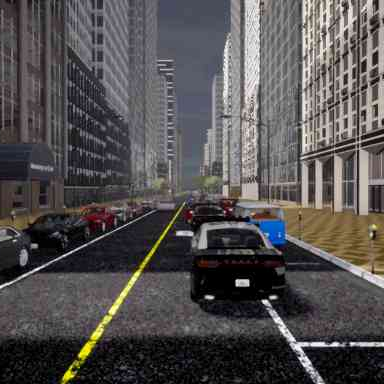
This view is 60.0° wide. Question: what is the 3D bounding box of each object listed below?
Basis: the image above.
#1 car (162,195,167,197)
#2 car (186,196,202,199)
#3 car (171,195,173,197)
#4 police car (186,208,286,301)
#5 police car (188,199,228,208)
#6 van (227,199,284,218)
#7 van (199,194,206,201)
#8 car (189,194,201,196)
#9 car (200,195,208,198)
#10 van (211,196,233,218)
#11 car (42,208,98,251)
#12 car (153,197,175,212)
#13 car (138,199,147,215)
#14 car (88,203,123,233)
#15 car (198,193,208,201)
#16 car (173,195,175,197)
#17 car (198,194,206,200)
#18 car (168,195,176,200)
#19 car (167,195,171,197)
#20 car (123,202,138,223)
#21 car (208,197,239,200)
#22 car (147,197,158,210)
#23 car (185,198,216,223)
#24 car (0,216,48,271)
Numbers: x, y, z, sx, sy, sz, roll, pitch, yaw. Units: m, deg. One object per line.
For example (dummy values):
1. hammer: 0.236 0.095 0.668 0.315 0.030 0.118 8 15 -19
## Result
1. car: -5.671 1.538 53.865 2.008 1.369 4.403 -1 0 0
2. car: 0.039 1.590 46.005 1.895 1.301 4.718 0 0 1
3. car: -5.663 1.422 70.916 1.967 1.590 4.097 -1 0 0
4. police car: 0.903 1.423 8.532 1.930 1.638 5.238 0 0 0
5. police car: 0.909 1.421 18.533 1.930 1.638 5.238 0 0 0
6. van: 2.687 1.338 14.076 1.690 1.788 3.998 -1 0 0
7. van: 2.725 1.317 87.963 1.690 1.788 3.998 -1 0 0
8. car: 0.030 1.337 59.406 2.097 1.767 4.553 0 0 0
9. car: 2.710 1.538 53.861 2.008 1.369 4.403 -1 0 0
10. van: 2.696 1.334 31.127 1.690 1.788 3.998 -1 0 0
11. car: -5.691 1.563 14.080 1.947 1.339 4.313 -1 0 0
12. car: -2.979 1.592 38.234 1.895 1.301 4.718 0 0 0
13. car: -5.682 1.575 31.131 1.802 1.307 4.206 -1 0 0
14. car: -5.688 1.540 19.764 1.887 1.381 4.507 -1 0 0
15. car: 2.722 1.293 82.280 2.192 1.841 5.009 -1 0 0
16. car: -5.656 1.504 82.114 1.752 1.417 4.829 -1 0 0
17. car: 2.729 1.414 93.647 1.967 1.590 4.097 -1 0 0
18. car: -5.650 1.540 93.651 1.947 1.339 4.313 -1 0 0
19. car: -5.665 1.566 65.232 1.802 1.307 4.206 -1 0 0
20. car: -5.686 1.545 25.447 2.008 1.369 4.403 -1 0 0
21. car: 2.693 1.309 25.443 2.192 1.841 5.009 -1 0 0
22. car: -5.677 1.541 42.498 2.008 1.369 4.403 -1 0 0
23. car: 0.655 1.472 24.522 1.882 1.535 5.008 0 0 7
24. car: -5.694 1.549 8.396 2.008 1.369 4.403 -1 0 0
